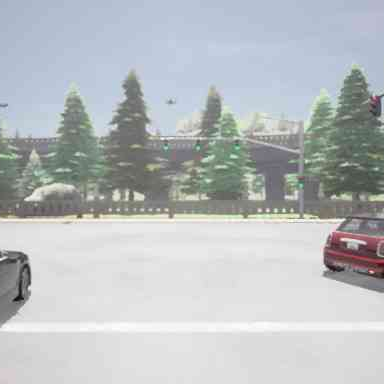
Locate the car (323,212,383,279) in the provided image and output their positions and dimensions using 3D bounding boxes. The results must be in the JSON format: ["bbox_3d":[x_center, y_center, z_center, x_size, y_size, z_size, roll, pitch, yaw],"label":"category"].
[{"bbox_3d":[5.893,1.333,9.192,4.553,1.767,2.097,-1,1,-26],"label":"car"}]

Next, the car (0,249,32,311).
[{"bbox_3d":[-4.076,1.500,5.274,2.128,1.511,4.902,0,0,-10],"label":"car"}]
